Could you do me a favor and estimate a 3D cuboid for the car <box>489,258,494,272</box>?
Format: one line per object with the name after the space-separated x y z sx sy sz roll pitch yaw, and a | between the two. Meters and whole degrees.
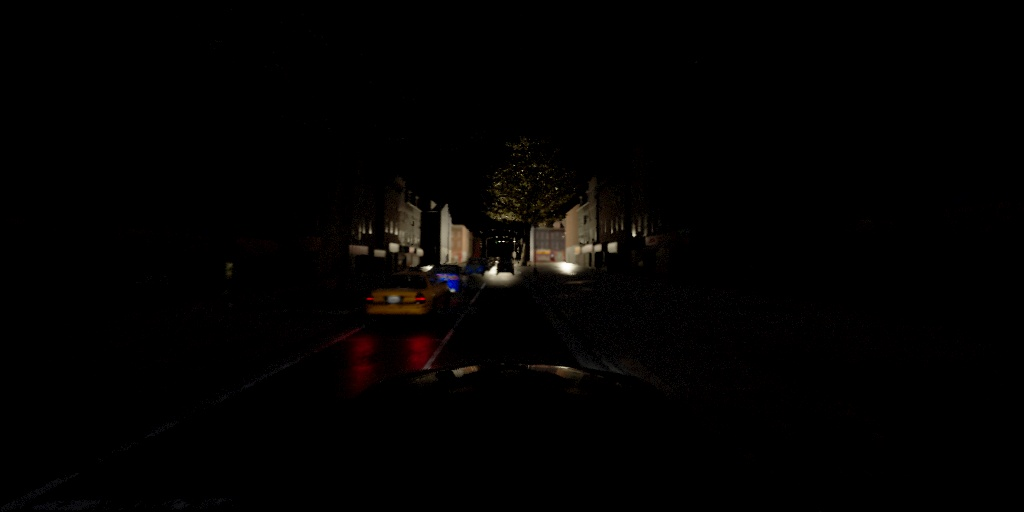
-3.571 1.230 44.479 1.948 1.339 4.313 0 0 -1 | car

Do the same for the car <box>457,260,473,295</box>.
-3.416 1.172 19.184 1.882 1.535 5.008 0 0 -1 | car

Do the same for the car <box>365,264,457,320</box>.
-3.283 1.163 12.372 1.801 1.575 5.366 0 0 -1 | car

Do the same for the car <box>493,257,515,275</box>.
-0.711 1.167 37.878 1.882 1.535 5.008 0 0 -1 | car

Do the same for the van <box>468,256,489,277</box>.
-3.340 1.017 33.411 1.690 1.789 3.998 0 0 -1 | van
